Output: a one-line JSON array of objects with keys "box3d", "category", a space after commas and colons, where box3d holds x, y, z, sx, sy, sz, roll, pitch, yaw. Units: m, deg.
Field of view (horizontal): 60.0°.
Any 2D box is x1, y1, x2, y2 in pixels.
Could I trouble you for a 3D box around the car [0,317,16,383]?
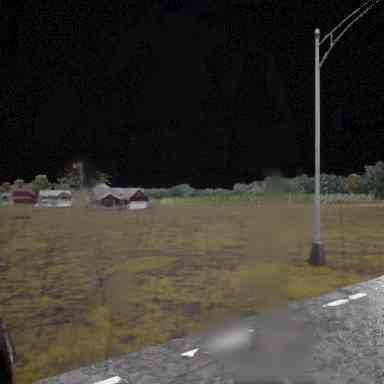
[{"box3d": [-3.406, 1.215, 0.630, 5.566, 2.045, 2.150, 0, 0, -35], "category": "car"}]
